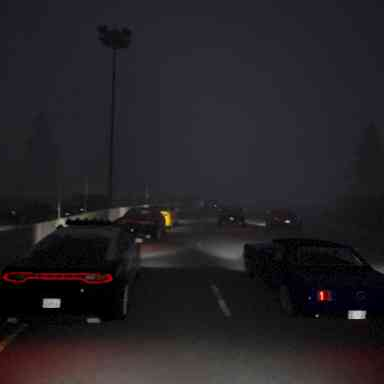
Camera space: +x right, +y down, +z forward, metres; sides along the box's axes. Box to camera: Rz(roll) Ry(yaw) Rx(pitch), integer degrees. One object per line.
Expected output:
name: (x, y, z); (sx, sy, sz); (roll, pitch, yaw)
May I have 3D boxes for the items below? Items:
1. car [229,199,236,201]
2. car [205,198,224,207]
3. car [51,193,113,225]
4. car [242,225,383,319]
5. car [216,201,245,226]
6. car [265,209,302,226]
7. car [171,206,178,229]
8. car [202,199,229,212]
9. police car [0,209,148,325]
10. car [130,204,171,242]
car: (6.012, 1.823, 51.473); (2.097, 1.767, 4.553); (2, 0, 25)
car: (4.321, 1.991, 63.606); (1.837, 1.490, 4.892); (1, 0, 29)
car: (-7.840, 1.116, 24.365); (2.150, 2.045, 5.566); (2, 0, 6)
car: (2.543, 1.722, 7.644); (1.895, 1.301, 4.718); (2, 0, -4)
car: (3.044, 1.713, 25.424); (1.882, 1.535, 5.008); (2, 0, 7)
car: (6.316, 1.888, 23.241); (1.994, 1.385, 4.181); (2, 0, 6)
car: (-2.070, 1.540, 22.558); (1.882, 1.535, 5.008); (2, 0, 5)
car: (2.775, 1.671, 41.870); (2.097, 1.767, 4.553); (2, 0, 19)
police car: (-2.193, 1.400, 7.350); (1.930, 1.638, 5.238); (2, 0, -4)
car: (-2.398, 1.498, 16.818); (1.882, 1.535, 5.008); (2, 0, 2)
